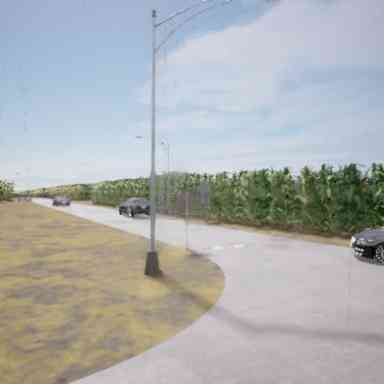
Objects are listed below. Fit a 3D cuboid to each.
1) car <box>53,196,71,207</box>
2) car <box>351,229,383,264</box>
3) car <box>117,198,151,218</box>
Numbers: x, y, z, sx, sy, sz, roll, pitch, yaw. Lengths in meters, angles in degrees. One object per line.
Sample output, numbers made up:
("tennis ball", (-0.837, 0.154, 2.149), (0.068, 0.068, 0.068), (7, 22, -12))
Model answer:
("car", (-19.012, 1.309, 48.485), (2.128, 1.511, 4.902), (1, 0, -31))
("car", (8.038, 1.673, 11.093), (4.902, 1.511, 2.128), (1, 1, 21))
("car", (-5.300, 1.350, 30.770), (2.097, 1.767, 4.553), (1, 0, -31))
